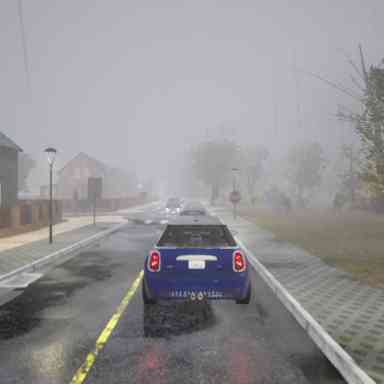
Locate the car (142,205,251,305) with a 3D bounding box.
[{"bbox_3d":[0.097,1.356,8.240,2.097,1.767,4.553,0,0,0],"label":"car"}]

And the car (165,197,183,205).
[{"bbox_3d":[-2.736,1.611,48.950,1.812,1.442,4.674,0,0,0],"label":"car"}]

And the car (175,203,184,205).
[{"bbox_3d":[0.098,1.563,18.176,2.033,1.411,5.357,0,0,0],"label":"car"}]
